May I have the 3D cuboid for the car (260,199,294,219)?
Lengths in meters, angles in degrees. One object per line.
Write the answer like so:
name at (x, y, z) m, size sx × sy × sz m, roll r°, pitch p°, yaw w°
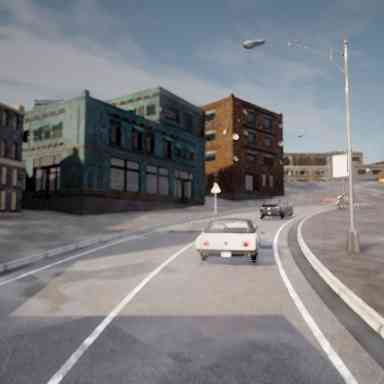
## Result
car at (6.953, 1.353, 27.104) m, size 2.128 × 1.511 × 4.902 m, roll -2°, pitch 0°, yaw 29°

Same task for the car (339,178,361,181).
car at (39.063, -2.875, 84.169) m, size 4.892 × 1.521 × 2.231 m, roll 0°, pitch -5°, yaw -1°

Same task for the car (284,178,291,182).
car at (22.603, -2.915, 83.967) m, size 4.553 × 1.767 × 2.185 m, roll 0°, pitch -5°, yaw -1°

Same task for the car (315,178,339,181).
car at (33.544, -2.855, 84.093) m, size 4.892 × 1.521 × 2.231 m, roll 0°, pitch -5°, yaw -1°

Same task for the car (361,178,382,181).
car at (44.609, -2.830, 84.345) m, size 4.674 × 1.452 × 2.002 m, roll 0°, pitch -5°, yaw -2°

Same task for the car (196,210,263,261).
car at (1.484, 1.569, 12.112) m, size 1.895 × 1.301 × 4.718 m, roll -1°, pitch 0°, yaw 12°

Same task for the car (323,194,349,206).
car at (21.406, 1.140, 49.441) m, size 4.553 × 1.767 × 2.097 m, roll -1°, pitch -3°, yaw -36°
